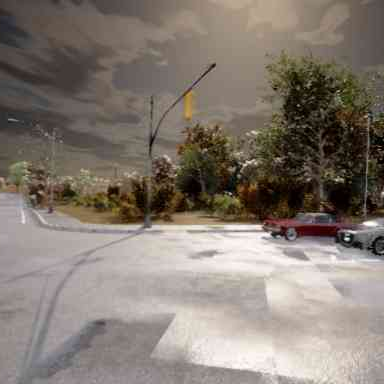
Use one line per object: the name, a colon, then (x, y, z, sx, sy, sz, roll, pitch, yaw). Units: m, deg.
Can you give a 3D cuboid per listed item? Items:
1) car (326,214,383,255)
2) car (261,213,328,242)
car: (8.278, 1.782, 14.085, 4.181, 1.385, 1.994, 1, 0, -14)
car: (6.015, 1.751, 17.136, 4.718, 1.301, 1.895, 1, 0, -15)
